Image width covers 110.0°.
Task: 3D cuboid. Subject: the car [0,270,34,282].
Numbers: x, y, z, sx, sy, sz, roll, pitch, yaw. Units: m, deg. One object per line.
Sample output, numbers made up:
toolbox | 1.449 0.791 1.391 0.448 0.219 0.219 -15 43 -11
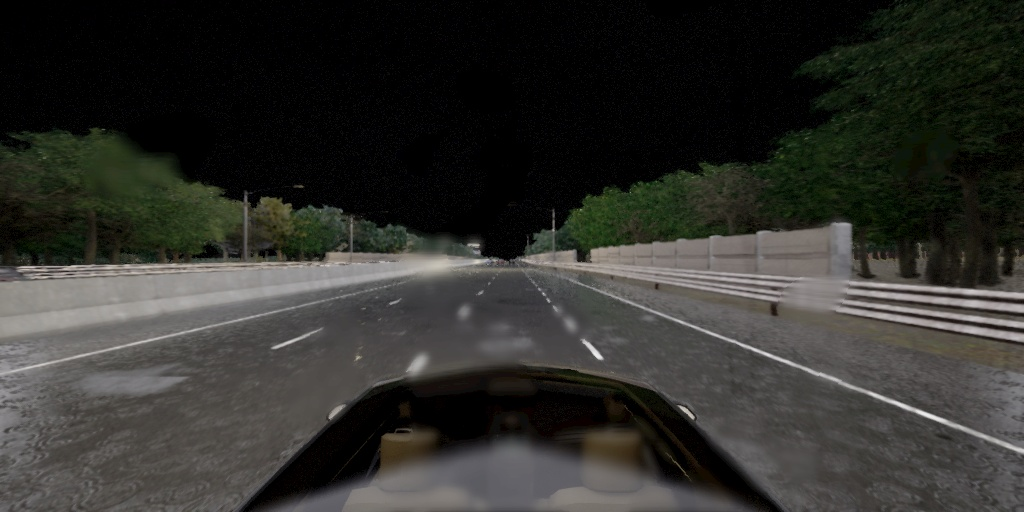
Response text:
car | -17.598 1.329 11.058 1.812 1.442 4.674 0 0 0

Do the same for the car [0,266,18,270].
car | -21.095 1.166 13.181 2.097 1.767 4.553 0 0 0
